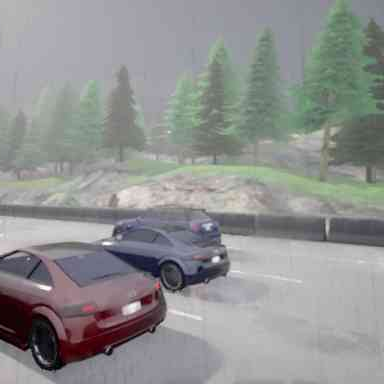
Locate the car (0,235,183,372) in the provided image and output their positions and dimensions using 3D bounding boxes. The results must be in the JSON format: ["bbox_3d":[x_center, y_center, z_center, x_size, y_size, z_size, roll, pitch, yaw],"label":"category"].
[{"bbox_3d":[-2.461,1.570,5.744,4.181,1.385,1.994,0,0,35],"label":"car"}]

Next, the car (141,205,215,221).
[{"bbox_3d":[-1.141,1.362,13.399,4.553,1.767,2.097,0,0,35],"label":"car"}]

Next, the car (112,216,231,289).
[{"bbox_3d":[-1.063,1.572,9.045,4.181,1.385,1.994,0,0,35],"label":"car"}]
